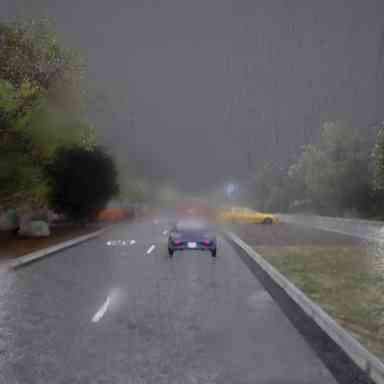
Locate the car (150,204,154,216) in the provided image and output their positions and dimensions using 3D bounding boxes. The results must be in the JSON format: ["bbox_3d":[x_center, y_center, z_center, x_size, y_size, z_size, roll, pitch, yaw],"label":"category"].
[{"bbox_3d":[-8.527,2.893,48.021,5.008,1.535,2.097,0,-3,0],"label":"car"}]

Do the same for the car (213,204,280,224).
[{"bbox_3d":[4.730,2.060,28.552,5.366,1.575,1.946,0,-2,0],"label":"car"}]

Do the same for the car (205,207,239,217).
[{"bbox_3d":[4.542,3.016,50.725,5.008,1.535,2.097,0,-3,0],"label":"car"}]

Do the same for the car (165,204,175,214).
[{"bbox_3d":[-3.500,3.457,65.980,2.150,2.045,5.566,0,-3,0],"label":"car"}]

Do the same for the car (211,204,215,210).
[{"bbox_3d":[4.540,2.166,31.319,4.892,1.521,2.231,0,-2,0],"label":"car"}]

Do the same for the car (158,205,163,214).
[{"bbox_3d":[-8.346,3.396,59.217,5.366,1.575,1.946,0,-3,0],"label":"car"}]

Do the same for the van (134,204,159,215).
[{"bbox_3d":[-8.414,3.299,61.992,4.442,1.987,1.878,0,-3,0],"label":"van"}]

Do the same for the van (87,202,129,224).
[{"bbox_3d":[-8.652,1.942,31.432,4.442,1.987,1.878,0,-2,0],"label":"van"}]

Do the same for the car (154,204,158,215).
[{"bbox_3d":[-8.526,3.150,53.681,4.892,1.521,2.231,0,-3,0],"label":"car"}]

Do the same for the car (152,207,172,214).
[{"bbox_3d":[-8.498,5.236,95.163,5.566,2.045,2.435,0,-4,0],"label":"car"}]

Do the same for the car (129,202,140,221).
[{"bbox_3d":[-8.562,2.031,34.323,5.566,2.045,2.435,0,-2,0],"label":"car"}]

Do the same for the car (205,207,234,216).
[{"bbox_3d":[4.578,3.296,56.269,4.792,1.488,2.163,0,-3,0],"label":"car"}]

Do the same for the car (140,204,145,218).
[{"bbox_3d":[-8.527,2.525,39.843,4.892,1.521,2.231,0,-3,0],"label":"car"}]

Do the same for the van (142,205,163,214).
[{"bbox_3d":[-8.646,3.897,72.916,4.442,1.987,1.878,0,-3,0],"label":"van"}]

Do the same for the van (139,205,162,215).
[{"bbox_3d":[-8.413,3.558,67.378,4.442,1.987,1.878,0,-3,0],"label":"van"}]

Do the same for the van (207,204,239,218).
[{"bbox_3d":[4.431,2.665,47.962,4.442,1.987,1.878,0,-3,0],"label":"van"}]

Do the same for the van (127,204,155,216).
[{"bbox_3d":[-8.648,3.049,56.458,4.442,1.987,1.878,0,-3,0],"label":"van"}]

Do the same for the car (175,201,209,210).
[{"bbox_3d":[0.016,1.778,27.659,2.150,2.045,5.566,0,-2,0],"label":"car"}]

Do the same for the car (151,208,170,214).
[{"bbox_3d":[-8.521,5.147,89.616,5.008,1.535,2.097,0,-4,0],"label":"car"}]

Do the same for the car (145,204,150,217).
[{"bbox_3d":[-8.501,2.649,45.384,4.553,1.767,2.185,0,-3,0],"label":"car"}]

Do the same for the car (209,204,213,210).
[{"bbox_3d":[4.539,2.274,34.089,5.008,1.535,2.097,0,-2,0],"label":"car"}]

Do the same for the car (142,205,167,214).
[{"bbox_3d":[-8.500,4.041,75.682,5.566,2.045,2.435,0,-4,0],"label":"car"}]

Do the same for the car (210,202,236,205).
[{"bbox_3d":[4.515,2.267,36.868,4.553,1.767,2.185,0,-3,0],"label":"car"}]

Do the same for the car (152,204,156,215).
[{"bbox_3d":[-8.527,3.024,50.914,5.008,1.535,2.097,0,-3,0],"label":"car"}]

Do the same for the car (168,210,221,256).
[{"bbox_3d":[0.030,1.711,13.929,1.812,1.442,4.674,0,-1,1],"label":"car"}]

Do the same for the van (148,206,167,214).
[{"bbox_3d":[-8.644,4.575,83.975,4.442,1.987,1.878,0,-4,0],"label":"van"}]

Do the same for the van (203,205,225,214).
[{"bbox_3d":[4.667,3.727,70.130,4.442,1.987,1.878,0,-4,0],"label":"van"}]

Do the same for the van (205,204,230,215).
[{"bbox_3d":[4.666,3.292,61.829,4.442,1.987,1.878,0,-3,0],"label":"van"}]
